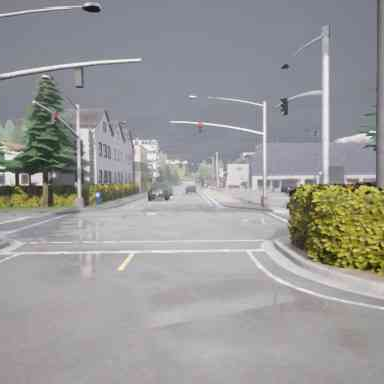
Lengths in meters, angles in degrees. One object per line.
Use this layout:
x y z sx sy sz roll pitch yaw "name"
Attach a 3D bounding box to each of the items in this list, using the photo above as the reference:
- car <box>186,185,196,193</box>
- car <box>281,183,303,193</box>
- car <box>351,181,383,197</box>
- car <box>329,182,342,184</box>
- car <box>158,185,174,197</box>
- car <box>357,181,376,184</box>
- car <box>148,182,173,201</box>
-0.186 -0.580 58.690 2.128 1.511 4.902 -1 2 0 "car"
15.254 -0.525 52.073 2.007 1.523 4.514 -1 2 0 "car"
22.249 -0.462 42.098 1.932 1.855 4.605 -1 2 0 "car"
25.291 -1.035 59.489 2.152 1.636 5.027 -1 2 0 "car"
-3.746 -0.176 48.430 1.837 1.490 4.892 -1 2 0 "car"
19.006 -0.176 34.216 1.905 1.878 3.866 -1 2 0 "car"
-3.731 -0.110 38.269 2.150 2.045 5.566 -1 2 0 "car"
